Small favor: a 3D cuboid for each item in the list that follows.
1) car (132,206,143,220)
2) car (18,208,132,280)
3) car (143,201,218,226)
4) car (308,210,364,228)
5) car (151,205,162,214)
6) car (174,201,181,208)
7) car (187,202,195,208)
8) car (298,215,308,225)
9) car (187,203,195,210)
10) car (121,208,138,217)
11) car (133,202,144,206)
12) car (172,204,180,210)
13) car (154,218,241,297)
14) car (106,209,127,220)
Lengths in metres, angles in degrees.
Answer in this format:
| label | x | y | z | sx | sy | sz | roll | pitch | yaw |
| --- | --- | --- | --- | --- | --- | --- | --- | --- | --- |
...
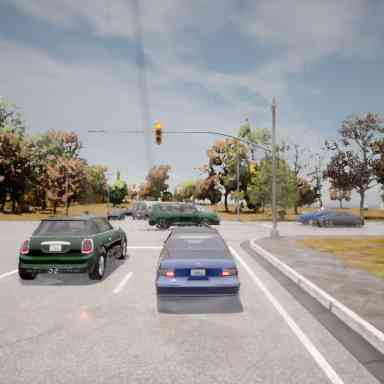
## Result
| label | x | y | z | sx | sy | sz | roll | pitch | yaw |
| --- | --- | --- | --- | --- | --- | --- | --- | --- | --- |
| car | -7.220 | 3.158 | 47.798 | 2.128 | 1.511 | 4.902 | 0 | -2 | 1 |
| car | -3.444 | 1.486 | 10.515 | 2.097 | 1.767 | 4.553 | 0 | -1 | 0 |
| car | -0.629 | 1.935 | 25.871 | 5.566 | 2.045 | 2.150 | 0 | -3 | 2 |
| car | 12.993 | 2.451 | 29.645 | 4.181 | 1.385 | 1.994 | 0 | -3 | -2 |
| car | -7.198 | 3.488 | 67.979 | 1.837 | 1.490 | 4.892 | 0 | 0 | 0 |
| car | -3.833 | 3.248 | 87.867 | 1.837 | 1.490 | 4.892 | 0 | 0 | -4 |
| car | -0.334 | 3.305 | 87.961 | 1.994 | 1.385 | 4.181 | 0 | 0 | -4 |
| car | 13.158 | 2.525 | 33.140 | 5.008 | 1.535 | 1.882 | 0 | -3 | -1 |
| car | -0.212 | 3.467 | 77.779 | 1.812 | 1.442 | 4.674 | 0 | 0 | 0 |
| car | -10.740 | 3.504 | 57.478 | 1.895 | 1.301 | 4.718 | 0 | -1 | 0 |
| car | -10.687 | 3.204 | 68.235 | 2.150 | 2.045 | 5.566 | 0 | 0 | 0 |
| car | -3.712 | 3.539 | 77.834 | 1.895 | 1.301 | 4.718 | 0 | 0 | 0 |
| car | 0.068 | 1.646 | 8.901 | 2.033 | 1.411 | 5.357 | 0 | -1 | -1 |
| car | -10.762 | 3.208 | 47.601 | 2.033 | 1.411 | 5.357 | 0 | -2 | -3 |
